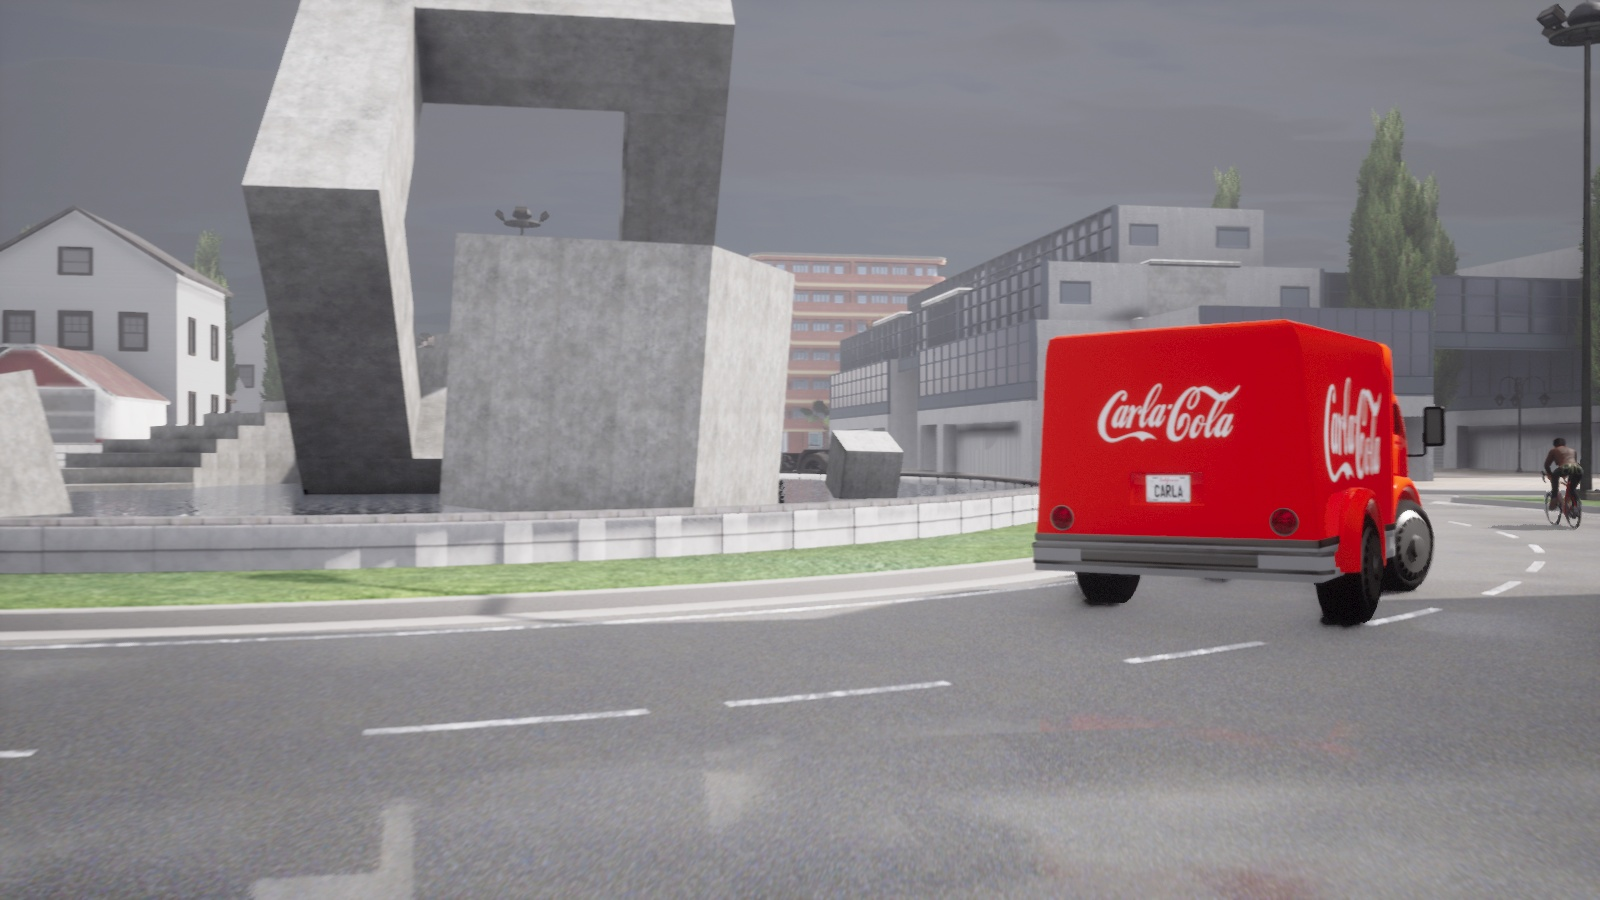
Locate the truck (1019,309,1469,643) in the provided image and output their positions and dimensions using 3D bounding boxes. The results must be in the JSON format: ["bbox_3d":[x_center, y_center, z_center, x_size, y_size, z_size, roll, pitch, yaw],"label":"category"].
[{"bbox_3d":[4.525,0.214,12.158,2.627,2.467,5.204,-1,-1,37],"label":"truck"}]

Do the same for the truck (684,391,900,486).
[{"bbox_3d":[-0.347,-0.434,48.592,7.936,3.462,2.891,0,0,28],"label":"truck"}]

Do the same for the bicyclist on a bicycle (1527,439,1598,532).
[{"bbox_3d":[13.797,0.626,22.768,0.582,1.620,1.656,0,0,12],"label":"bicyclist on a bicycle"}]
